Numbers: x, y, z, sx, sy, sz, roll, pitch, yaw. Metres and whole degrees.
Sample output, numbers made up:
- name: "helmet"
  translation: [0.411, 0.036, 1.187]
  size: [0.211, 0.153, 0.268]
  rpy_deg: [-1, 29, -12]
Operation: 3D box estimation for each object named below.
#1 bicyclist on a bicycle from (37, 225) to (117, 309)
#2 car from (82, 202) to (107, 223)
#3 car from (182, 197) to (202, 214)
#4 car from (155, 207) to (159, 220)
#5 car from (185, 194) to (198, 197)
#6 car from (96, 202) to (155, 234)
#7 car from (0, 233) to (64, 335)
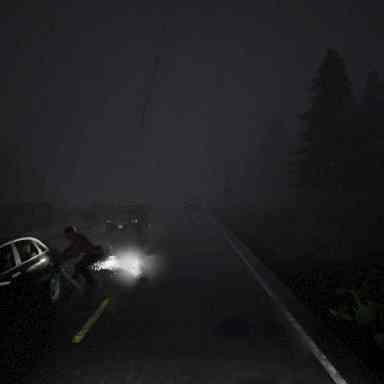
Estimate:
- name: "bicyclist on a bicycle"
  translation: [-2.277, 1.470, 6.587]
  size: [1.656, 1.620, 0.582]
  rpy_deg: [-1, 6, -30]
- name: "car"
  translation: [-6.506, 1.455, 23.996]
  size: [1.816, 1.474, 4.193]
  rpy_deg: [6, 0, -2]
- name: "car"
  translation: [0.018, 1.526, 35.052]
  size: [1.812, 1.442, 4.674]
  rpy_deg: [0, 0, 0]
- name: "car"
  translation: [-3.536, 1.533, 24.888]
  size: [1.812, 1.442, 4.674]
  rpy_deg: [0, 0, 0]
- name: "car"
  translation: [-0.045, 1.221, 44.988]
  size: [2.150, 2.045, 5.566]
  rpy_deg: [0, 0, 0]
- name: "car"
  translation: [-3.617, 1.492, 19.180]
  size: [2.128, 1.511, 4.902]
  rpy_deg: [0, 0, 0]
- name: "car"
  translation: [-3.618, 1.502, 5.246]
  size: [1.837, 1.490, 4.892]
  rpy_deg: [0, 0, -1]
